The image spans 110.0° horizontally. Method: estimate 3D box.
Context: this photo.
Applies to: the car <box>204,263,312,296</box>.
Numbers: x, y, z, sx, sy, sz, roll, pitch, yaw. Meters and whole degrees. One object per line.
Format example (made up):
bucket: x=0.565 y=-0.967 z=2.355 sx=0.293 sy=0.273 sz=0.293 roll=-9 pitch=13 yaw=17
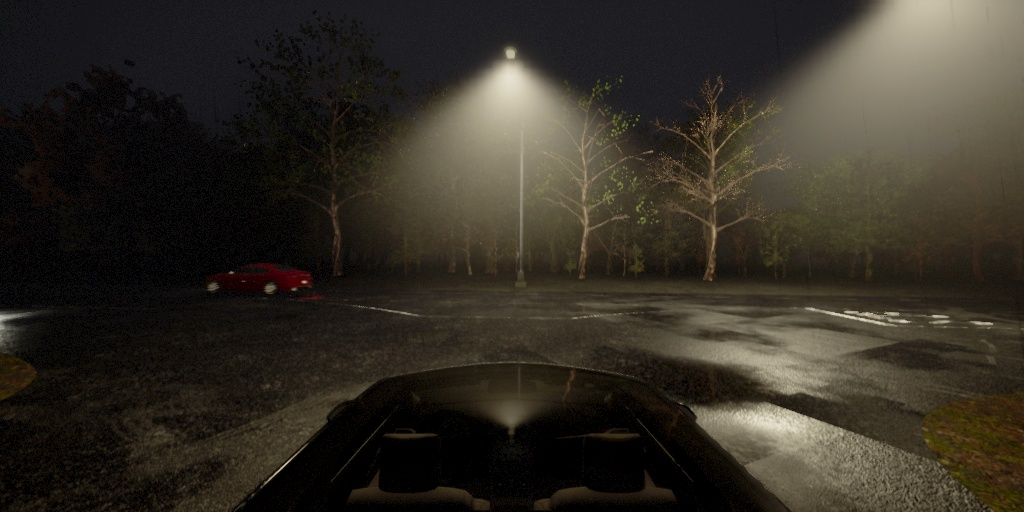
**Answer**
car: x=-12.785 y=1.135 z=18.145 sx=5.008 sy=1.535 sz=1.882 roll=0 pitch=0 yaw=6
